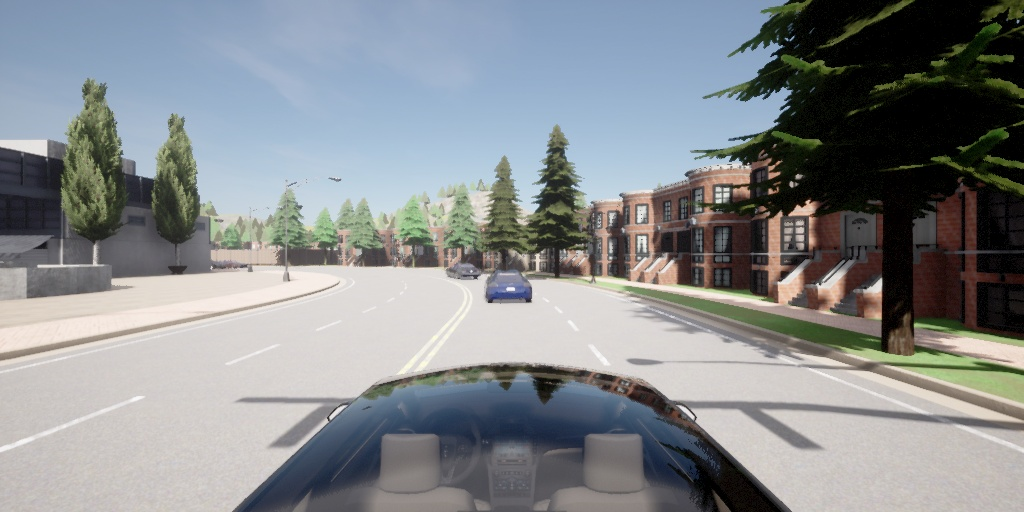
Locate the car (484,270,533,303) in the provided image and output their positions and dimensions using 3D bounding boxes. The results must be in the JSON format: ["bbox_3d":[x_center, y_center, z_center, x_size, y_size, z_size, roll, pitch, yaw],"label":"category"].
[{"bbox_3d":[-0.260,1.322,16.675,1.994,1.385,4.181,0,0,-6],"label":"car"}]

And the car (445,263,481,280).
[{"bbox_3d":[-4.391,1.313,31.620,2.033,1.411,5.357,0,0,-25],"label":"car"}]
